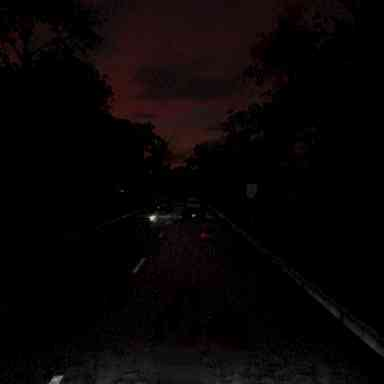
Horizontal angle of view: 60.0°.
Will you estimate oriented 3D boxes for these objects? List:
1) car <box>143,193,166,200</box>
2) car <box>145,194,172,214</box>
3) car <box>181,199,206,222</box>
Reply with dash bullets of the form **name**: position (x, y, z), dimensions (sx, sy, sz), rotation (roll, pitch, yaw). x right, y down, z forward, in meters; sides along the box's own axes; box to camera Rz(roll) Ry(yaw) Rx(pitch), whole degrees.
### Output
- **car**: position (-8.640, 1.023, 75.959), dimensions (4.902, 1.511, 2.128), rotation (-1, -3, 34)
- **car**: position (-3.325, 1.203, 35.724), dimensions (2.150, 2.045, 5.566), rotation (0, 0, 0)
- **car**: position (0.116, 1.517, 26.427), dimensions (1.812, 1.442, 4.674), rotation (0, 0, 0)
